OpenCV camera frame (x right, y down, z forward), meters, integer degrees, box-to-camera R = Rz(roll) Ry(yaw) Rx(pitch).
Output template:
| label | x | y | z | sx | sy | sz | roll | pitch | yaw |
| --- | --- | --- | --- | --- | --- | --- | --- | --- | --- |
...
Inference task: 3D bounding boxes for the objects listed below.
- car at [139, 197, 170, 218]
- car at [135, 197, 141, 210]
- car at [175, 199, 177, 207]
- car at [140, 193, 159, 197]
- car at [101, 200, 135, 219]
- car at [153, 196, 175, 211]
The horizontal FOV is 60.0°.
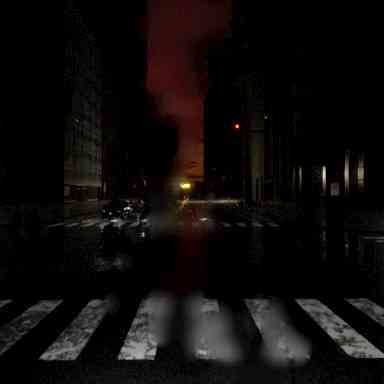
| label | x | y | z | sx | sy | sz | roll | pitch | yaw |
| --- | --- | --- | --- | --- | --- | --- | --- | --- | --- |
| car | -3.379 | 1.479 | 30.891 | 1.882 | 1.535 | 5.008 | 0 | 0 | 0 |
| car | -6.641 | 1.604 | 38.863 | 1.895 | 1.301 | 4.718 | 0 | 0 | 0 |
| car | -3.388 | 1.569 | 51.009 | 1.994 | 1.385 | 4.181 | 0 | 0 | 1 |
| car | -6.644 | 1.226 | 49.160 | 2.150 | 2.045 | 5.566 | 0 | 0 | 1 |
| car | -6.646 | 1.507 | 29.600 | 1.837 | 1.490 | 4.892 | 0 | 0 | 1 |
| car | -3.396 | 1.529 | 40.171 | 1.812 | 1.442 | 4.674 | 0 | 0 | 0 |
